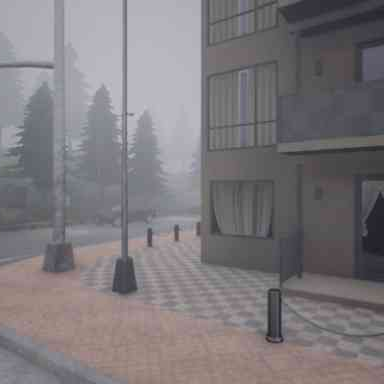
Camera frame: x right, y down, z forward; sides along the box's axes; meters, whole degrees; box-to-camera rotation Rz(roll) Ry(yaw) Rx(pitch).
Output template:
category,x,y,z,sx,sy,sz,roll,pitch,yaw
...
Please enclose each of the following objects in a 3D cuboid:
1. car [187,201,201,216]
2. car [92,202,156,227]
category,x,y,z,sx,sy,sz,roll,pitch,yaw
car,1.464,1.479,31.951,1.882,1.535,5.008,0,0,35
car,-4.607,1.479,23.204,1.882,1.535,5.008,0,0,35
